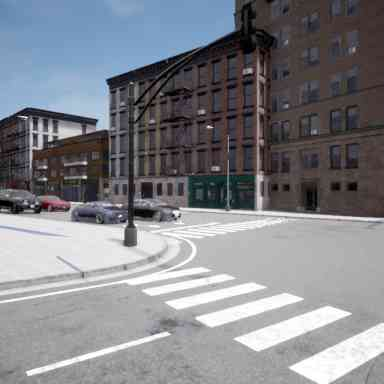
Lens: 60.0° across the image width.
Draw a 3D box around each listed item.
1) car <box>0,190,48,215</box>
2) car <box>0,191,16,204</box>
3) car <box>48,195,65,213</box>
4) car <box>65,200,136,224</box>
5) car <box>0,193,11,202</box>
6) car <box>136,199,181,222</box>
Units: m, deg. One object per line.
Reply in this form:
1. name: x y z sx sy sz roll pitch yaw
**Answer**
1. car: -15.227 0.819 28.995 5.566 2.045 2.150 0 0 39
2. car: -27.584 0.785 48.231 4.553 1.767 2.097 1 0 41
3. car: -13.540 1.084 31.815 5.008 1.535 1.882 2 1 39
4. car: -6.013 1.280 21.728 4.181 1.385 1.994 1 0 37
5. car: -33.139 0.897 57.608 4.674 1.442 1.812 1 0 43
6. car: -2.931 1.238 23.452 4.902 1.511 2.128 1 0 38
